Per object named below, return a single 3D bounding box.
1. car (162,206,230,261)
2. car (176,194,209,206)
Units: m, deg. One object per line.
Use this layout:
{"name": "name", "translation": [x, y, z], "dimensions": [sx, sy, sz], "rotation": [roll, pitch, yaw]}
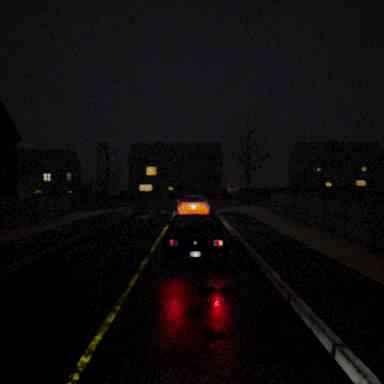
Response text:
{"name": "car", "translation": [0.099, 1.365, 11.264], "dimensions": [1.895, 1.301, 4.718], "rotation": [0, 1, 0]}
{"name": "car", "translation": [0.042, 0.899, 22.299], "dimensions": [2.097, 1.767, 4.553], "rotation": [0, 1, -2]}
